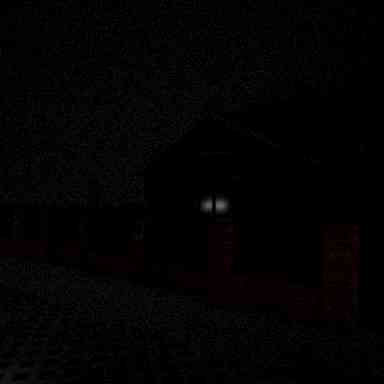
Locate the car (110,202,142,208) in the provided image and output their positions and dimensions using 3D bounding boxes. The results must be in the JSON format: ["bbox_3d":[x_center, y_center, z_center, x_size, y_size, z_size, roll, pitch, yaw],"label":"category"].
[{"bbox_3d":[-6.076,1.629,29.033,2.097,1.767,4.553,-1,-1,35],"label":"car"}]
